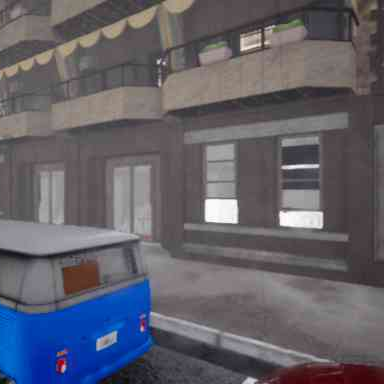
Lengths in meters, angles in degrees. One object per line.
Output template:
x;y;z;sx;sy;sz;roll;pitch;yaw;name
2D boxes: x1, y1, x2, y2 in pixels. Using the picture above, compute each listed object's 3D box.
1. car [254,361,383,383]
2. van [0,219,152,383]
2.139;1.564;1.404;4.206;1.307;1.802;0;0;35;car
-2.418;1.324;4.540;3.998;1.788;1.690;0;0;35;van
